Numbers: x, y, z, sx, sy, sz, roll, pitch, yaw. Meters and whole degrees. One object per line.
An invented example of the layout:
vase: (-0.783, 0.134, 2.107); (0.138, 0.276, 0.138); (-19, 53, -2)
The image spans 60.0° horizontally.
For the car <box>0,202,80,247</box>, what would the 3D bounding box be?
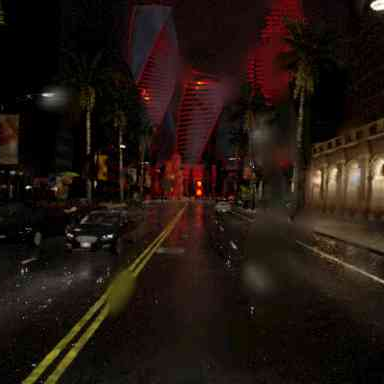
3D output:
car: (-6.937, 1.396, 14.733); (1.882, 1.535, 5.008); (2, 0, 1)

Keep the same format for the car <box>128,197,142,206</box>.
car: (-9.662, 1.674, 56.657); (2.231, 1.521, 4.892); (2, 0, 0)

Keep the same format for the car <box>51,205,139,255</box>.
car: (-3.462, 1.504, 13.434); (2.128, 1.511, 4.902); (2, -1, 1)

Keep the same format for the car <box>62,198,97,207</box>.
car: (-9.784, 1.295, 27.284); (2.185, 1.767, 4.553); (2, 0, 0)

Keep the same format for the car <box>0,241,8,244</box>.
car: (-3.640, 1.401, 2.051); (2.128, 1.511, 4.902); (2, 0, 1)

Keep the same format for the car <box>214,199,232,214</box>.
car: (3.865, 1.999, 42.069); (1.812, 1.442, 4.674); (2, -1, 0)
